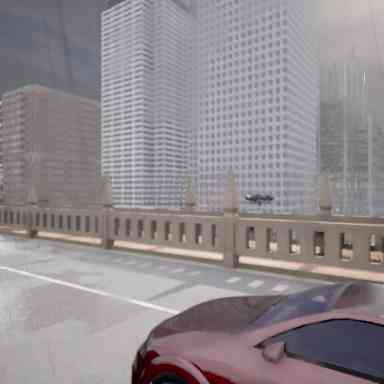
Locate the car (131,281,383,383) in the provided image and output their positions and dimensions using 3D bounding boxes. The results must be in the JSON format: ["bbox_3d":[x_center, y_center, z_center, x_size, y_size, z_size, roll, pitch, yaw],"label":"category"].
[{"bbox_3d":[1.439,1.562,2.930,4.181,1.385,1.994,0,0,35],"label":"car"}]
